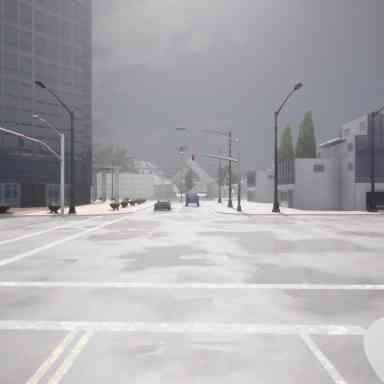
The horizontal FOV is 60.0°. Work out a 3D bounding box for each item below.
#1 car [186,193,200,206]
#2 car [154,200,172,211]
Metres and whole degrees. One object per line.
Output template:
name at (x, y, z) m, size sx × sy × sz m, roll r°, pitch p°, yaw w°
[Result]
car at (0.097, 1.221, 56.250) m, size 2.150 × 2.045 × 5.566 m, roll 0°, pitch 0°, yaw 1°
car at (-3.614, 1.601, 41.604) m, size 1.895 × 1.301 × 4.718 m, roll 0°, pitch 0°, yaw 0°
